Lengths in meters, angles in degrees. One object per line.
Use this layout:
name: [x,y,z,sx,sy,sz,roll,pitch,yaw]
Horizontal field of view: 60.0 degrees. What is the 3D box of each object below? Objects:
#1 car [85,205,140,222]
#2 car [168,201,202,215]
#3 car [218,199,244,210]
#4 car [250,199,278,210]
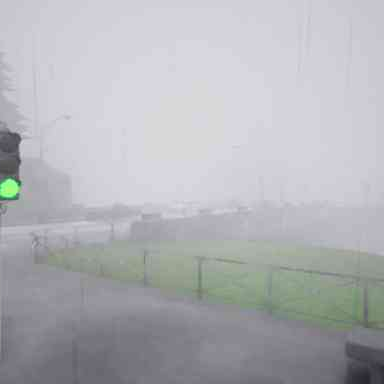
car: [-6.675,1.760,28.277,1.895,1.301,4.718,-1,0,35]
car: [-0.710,1.685,36.641,1.812,1.442,4.674,-1,0,35]
car: [5.347,1.651,45.117,2.128,1.511,4.902,-1,0,36]
car: [9.481,1.676,43.714,2.033,1.411,5.357,-1,0,35]
